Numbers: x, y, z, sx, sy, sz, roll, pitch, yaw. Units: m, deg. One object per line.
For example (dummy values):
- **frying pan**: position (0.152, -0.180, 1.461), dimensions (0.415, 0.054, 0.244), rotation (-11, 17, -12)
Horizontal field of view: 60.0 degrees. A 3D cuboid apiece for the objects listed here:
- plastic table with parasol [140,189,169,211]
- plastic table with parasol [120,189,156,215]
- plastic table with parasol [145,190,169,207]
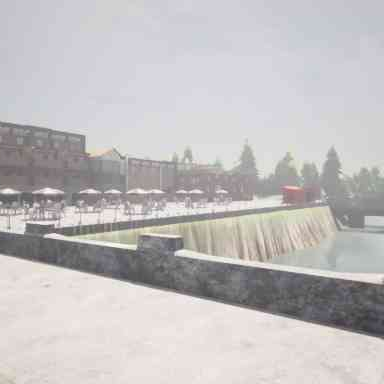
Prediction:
- **plastic table with parasol**: position (-4.504, 0.925, 40.174), dimensions (2.482, 2.480, 2.482), rotation (0, 0, 35)
- **plastic table with parasol**: position (-5.263, 0.925, 32.485), dimensions (2.482, 2.480, 2.482), rotation (0, 0, 35)
- **plastic table with parasol**: position (-5.214, 0.925, 49.162), dimensions (2.482, 2.480, 2.482), rotation (0, 0, 35)
